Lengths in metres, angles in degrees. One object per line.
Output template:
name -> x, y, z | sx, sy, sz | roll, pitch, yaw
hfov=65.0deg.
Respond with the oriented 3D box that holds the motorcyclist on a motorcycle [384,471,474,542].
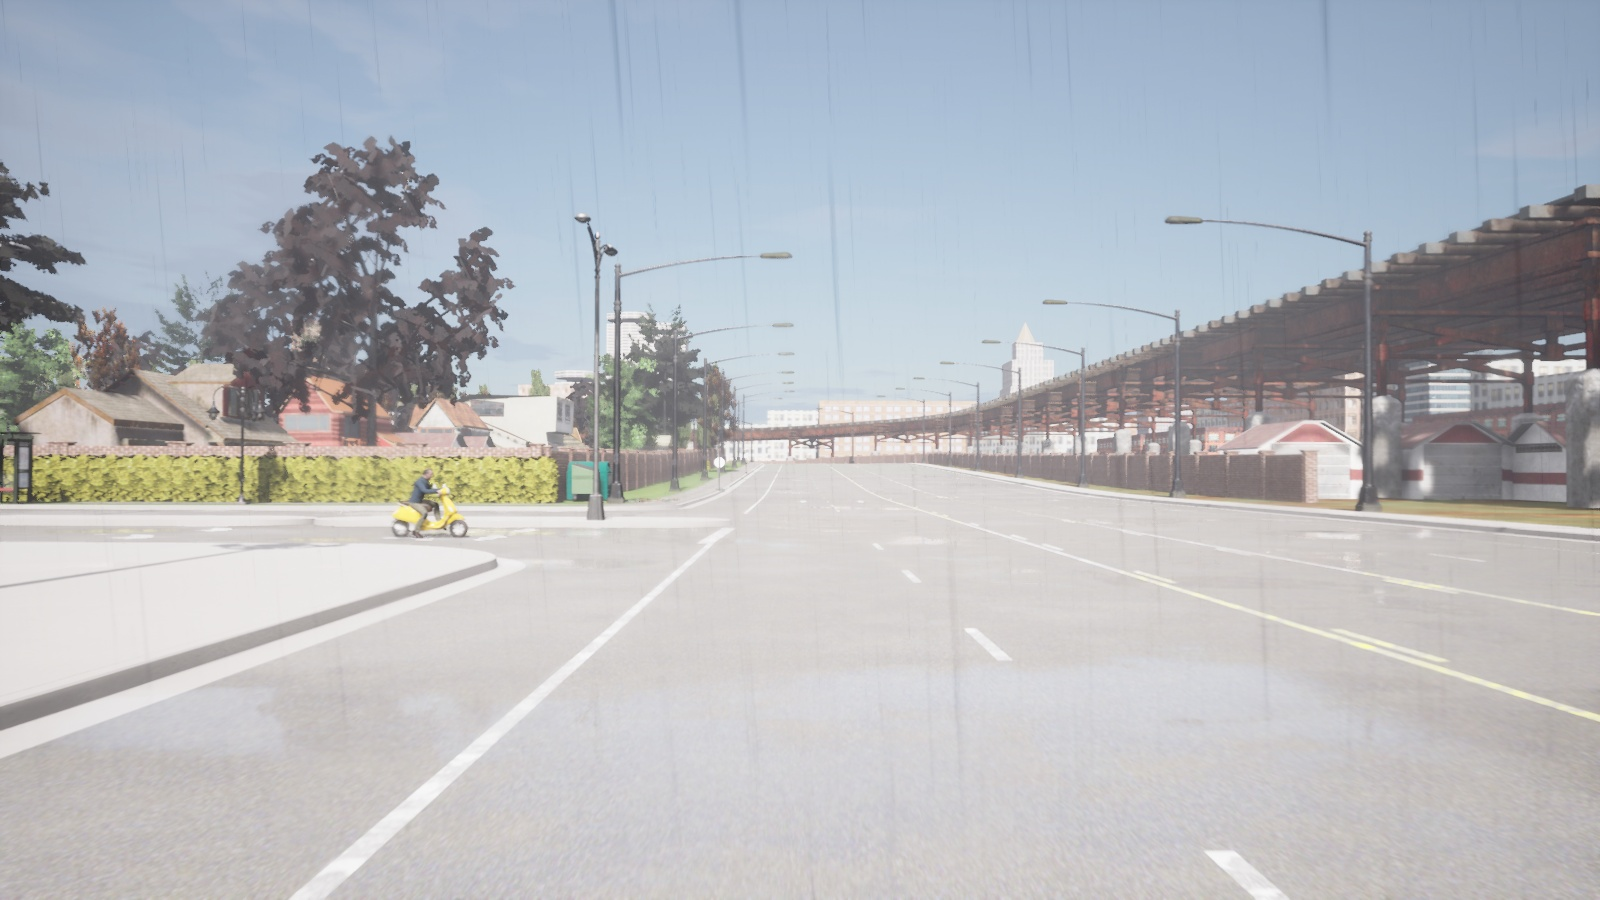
motorcyclist on a motorcycle -> -8.485, 1.284, 28.779 | 1.817, 1.590, 0.866 | 0, -1, 0
